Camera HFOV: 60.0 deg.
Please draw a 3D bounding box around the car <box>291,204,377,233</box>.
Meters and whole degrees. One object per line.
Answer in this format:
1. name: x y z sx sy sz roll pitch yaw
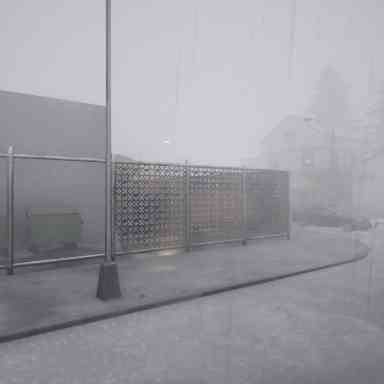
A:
1. car: 8.261 1.491 19.752 2.128 1.511 4.902 0 0 -36
